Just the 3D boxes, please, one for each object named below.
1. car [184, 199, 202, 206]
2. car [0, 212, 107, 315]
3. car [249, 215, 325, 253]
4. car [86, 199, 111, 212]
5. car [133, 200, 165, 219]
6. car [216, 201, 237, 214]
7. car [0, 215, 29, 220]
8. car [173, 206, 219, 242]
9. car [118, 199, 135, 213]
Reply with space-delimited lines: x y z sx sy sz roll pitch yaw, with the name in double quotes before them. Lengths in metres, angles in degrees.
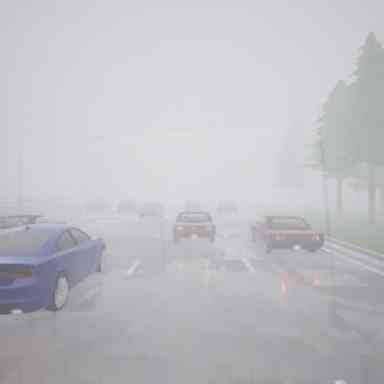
"car" 0.082 1.528 37.209 1.812 1.442 4.674 0 0 0
"car" -3.404 1.478 7.734 1.882 1.535 5.008 0 0 0
"car" 3.594 1.602 13.578 1.895 1.301 4.718 0 0 0
"car" -10.417 1.492 37.399 2.128 1.511 4.902 0 0 0
"car" -3.413 1.549 28.879 2.033 1.411 5.357 0 0 0
"car" 3.583 1.603 35.291 1.895 1.301 4.718 0 0 0
"car" -6.906 1.601 13.920 1.895 1.301 4.718 0 0 0
"car" 0.092 1.602 16.413 1.895 1.301 4.718 0 0 0
"car" -6.917 1.506 36.852 1.837 1.490 4.892 0 0 0
